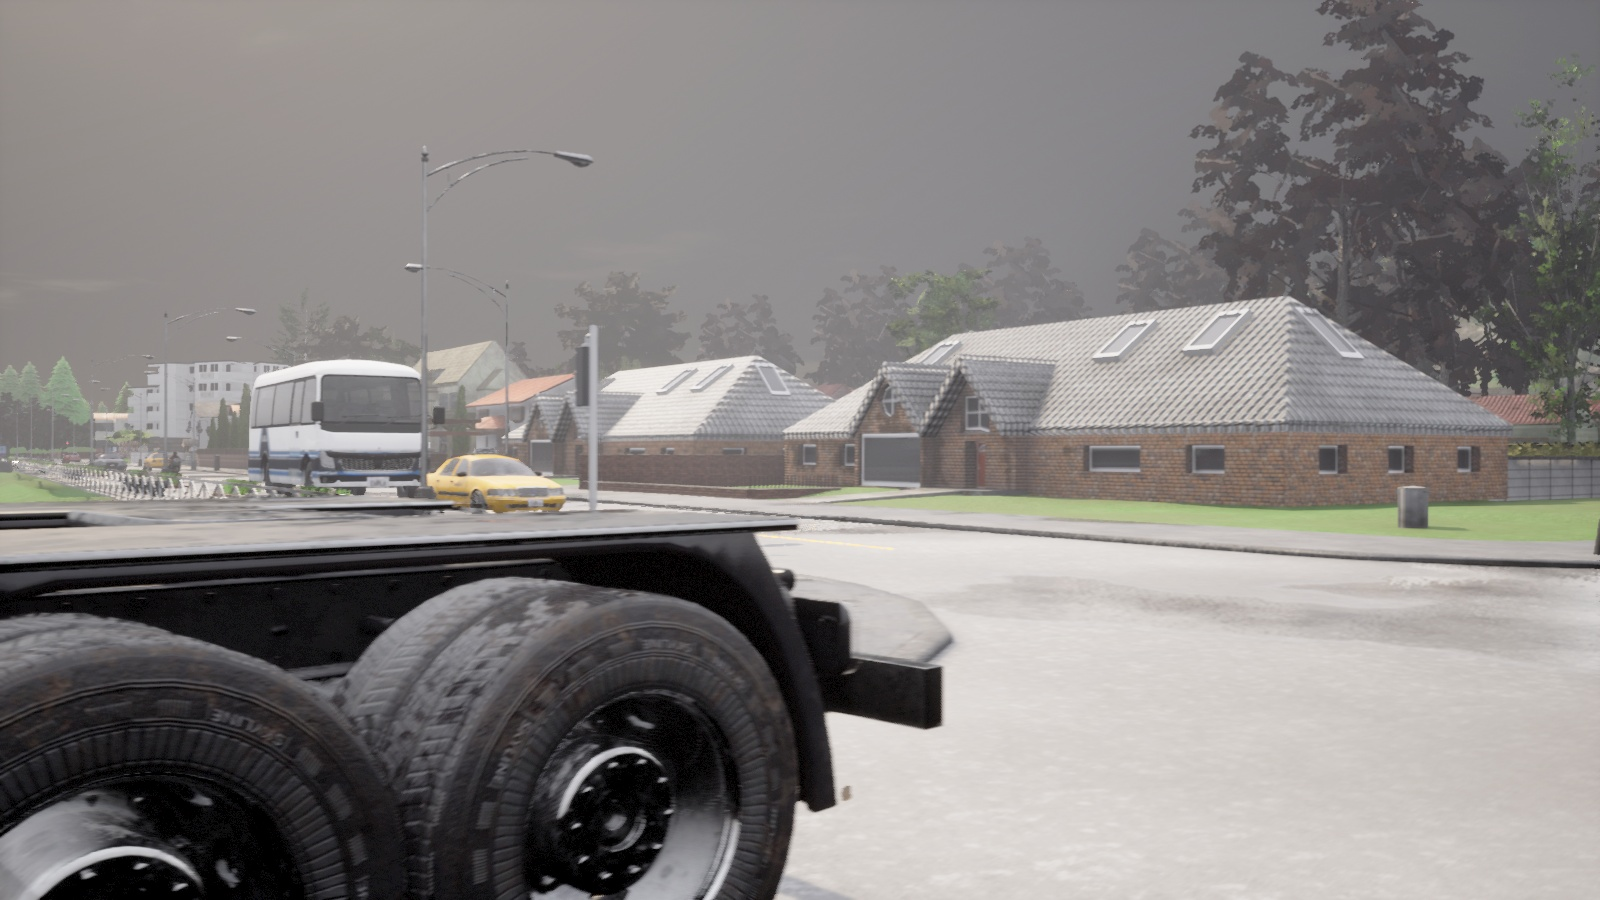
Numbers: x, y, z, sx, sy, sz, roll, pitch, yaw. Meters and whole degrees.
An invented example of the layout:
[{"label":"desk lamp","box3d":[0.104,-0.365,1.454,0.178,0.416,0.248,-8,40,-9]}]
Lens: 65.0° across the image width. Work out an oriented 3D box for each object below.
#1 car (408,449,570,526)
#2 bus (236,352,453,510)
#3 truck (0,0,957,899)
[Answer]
[{"label":"car","box3d":[-7.139,0.774,28.364,1.801,1.575,5.366,0,0,-34]},{"label":"bus","box3d":[-14.471,-0.496,39.128,3.944,4.253,10.273,0,0,-34]},{"label":"truck","box3d":[-3.381,-0.218,2.102,7.936,3.462,2.891,0,-1,-44]}]
